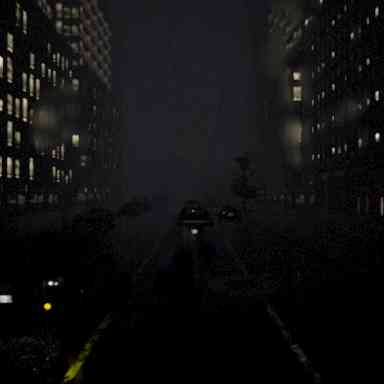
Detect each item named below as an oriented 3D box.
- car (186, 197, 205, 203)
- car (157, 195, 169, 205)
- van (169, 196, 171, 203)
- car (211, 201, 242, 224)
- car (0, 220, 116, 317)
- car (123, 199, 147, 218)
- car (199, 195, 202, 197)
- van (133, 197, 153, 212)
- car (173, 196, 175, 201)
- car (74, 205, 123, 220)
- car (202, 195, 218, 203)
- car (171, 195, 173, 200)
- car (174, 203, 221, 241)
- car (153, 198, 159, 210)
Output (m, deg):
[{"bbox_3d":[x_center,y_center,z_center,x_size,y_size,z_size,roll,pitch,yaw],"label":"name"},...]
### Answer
[{"bbox_3d":[0.127,1.567,34.774,1.837,1.490,4.892,0,0,0],"label":"car"},{"bbox_3d":[-5.640,1.537,59.413,1.967,1.590,4.097,0,0,0],"label":"car"},{"bbox_3d":[-5.635,1.445,65.107,1.690,1.788,3.998,0,0,0],"label":"van"},{"bbox_3d":[2.713,1.613,25.241,1.947,1.339,4.313,0,0,0],"label":"car"},{"bbox_3d":[-3.094,1.578,7.471,1.994,1.385,4.181,0,0,0],"label":"car"},{"bbox_3d":[-5.663,1.600,30.953,1.887,1.381,4.507,0,0,0],"label":"car"},{"bbox_3d":[2.745,1.630,65.255,1.752,1.417,4.829,0,0,0],"label":"car"},{"bbox_3d":[-5.658,1.406,36.646,1.690,1.788,3.998,0,0,0],"label":"van"},{"bbox_3d":[-5.613,1.662,93.396,1.752,1.417,4.829,0,0,0],"label":"car"},{"bbox_3d":[-5.673,1.587,19.568,2.008,1.369,4.403,0,0,0],"label":"car"},{"bbox_3d":[2.732,1.523,48.008,1.967,1.590,4.097,0,0,0],"label":"car"},{"bbox_3d":[-5.631,1.677,70.799,1.947,1.339,4.313,0,0,0],"label":"car"},{"bbox_3d":[0.113,1.523,16.966,2.128,1.511,4.902,0,0,0],"label":"car"},{"bbox_3d":[-5.654,1.655,42.338,1.802,1.307,4.206,0,0,0],"label":"car"}]
